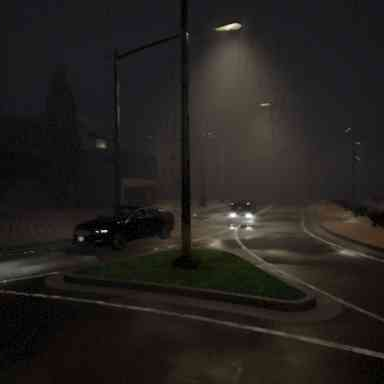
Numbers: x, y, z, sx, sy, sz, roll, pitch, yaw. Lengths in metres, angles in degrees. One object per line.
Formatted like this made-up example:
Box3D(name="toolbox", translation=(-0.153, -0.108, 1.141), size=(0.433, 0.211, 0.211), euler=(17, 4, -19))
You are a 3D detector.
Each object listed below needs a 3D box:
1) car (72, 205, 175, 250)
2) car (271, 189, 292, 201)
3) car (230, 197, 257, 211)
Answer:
Box3D(name="car", translation=(-2.601, 1.320, 13.644), size=(2.128, 1.511, 4.902), euler=(0, 1, 31))
Box3D(name="car", translation=(14.508, 0.664, 55.241), size=(1.837, 1.490, 4.892), euler=(0, -1, -3))
Box3D(name="car", translation=(5.052, 1.122, 32.344), size=(1.895, 1.301, 4.718), euler=(0, 1, 18))
